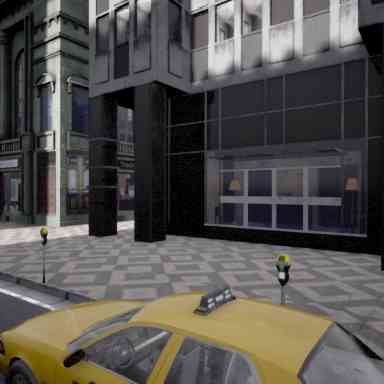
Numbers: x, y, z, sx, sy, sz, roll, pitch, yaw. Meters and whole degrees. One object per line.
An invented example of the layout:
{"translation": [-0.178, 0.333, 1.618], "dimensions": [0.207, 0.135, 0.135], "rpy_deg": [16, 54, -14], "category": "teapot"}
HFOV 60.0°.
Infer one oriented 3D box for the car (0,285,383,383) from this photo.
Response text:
{"translation": [-0.010, 1.525, 2.972], "dimensions": [4.829, 1.417, 1.752], "rpy_deg": [0, 0, 36], "category": "car"}
